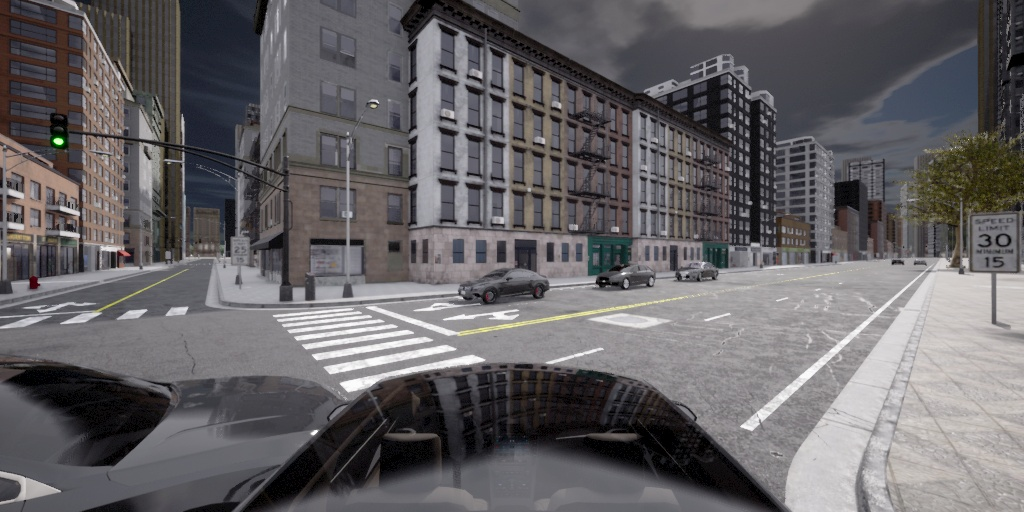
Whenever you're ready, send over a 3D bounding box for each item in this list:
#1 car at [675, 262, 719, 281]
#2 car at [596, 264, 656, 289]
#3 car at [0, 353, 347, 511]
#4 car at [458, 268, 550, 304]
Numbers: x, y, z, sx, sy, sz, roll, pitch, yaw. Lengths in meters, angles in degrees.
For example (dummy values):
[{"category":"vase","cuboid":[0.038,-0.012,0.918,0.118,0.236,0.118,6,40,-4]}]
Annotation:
[{"category":"car","cuboid":[15.264,1.230,29.506,4.902,1.511,2.128,0,0,-40]},{"category":"car","cuboid":[7.342,1.254,22.928,4.892,1.490,1.837,0,0,-40]},{"category":"car","cuboid":[-3.246,1.257,1.587,4.892,1.490,1.837,0,0,-35]},{"category":"car","cuboid":[-0.265,1.284,16.600,4.674,1.442,1.812,0,0,-40]}]
